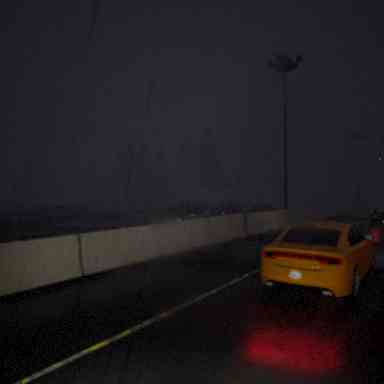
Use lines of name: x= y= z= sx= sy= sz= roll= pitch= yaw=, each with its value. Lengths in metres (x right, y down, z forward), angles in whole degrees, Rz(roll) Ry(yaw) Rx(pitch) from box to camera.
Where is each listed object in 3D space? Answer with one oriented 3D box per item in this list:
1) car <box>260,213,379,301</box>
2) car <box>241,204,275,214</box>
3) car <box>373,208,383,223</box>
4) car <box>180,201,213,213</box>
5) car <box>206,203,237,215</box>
car: x=3.437 y=1.494 z=8.606 sx=1.882 sy=1.535 sz=5.008 roll=0 pitch=0 yaw=34
car: x=6.908 y=1.815 z=32.578 sx=1.994 sy=1.385 sz=4.181 roll=0 pitch=-1 yaw=35
car: x=14.711 y=1.816 z=25.066 sx=1.895 sy=1.301 sz=4.718 roll=0 pitch=-1 yaw=34
car: x=0.634 y=1.843 z=41.965 sx=1.812 sy=1.442 sz=4.674 roll=0 pitch=-1 yaw=35
car: x=3.702 y=1.752 z=34.094 sx=1.837 sy=1.490 sz=4.892 roll=0 pitch=-1 yaw=35
